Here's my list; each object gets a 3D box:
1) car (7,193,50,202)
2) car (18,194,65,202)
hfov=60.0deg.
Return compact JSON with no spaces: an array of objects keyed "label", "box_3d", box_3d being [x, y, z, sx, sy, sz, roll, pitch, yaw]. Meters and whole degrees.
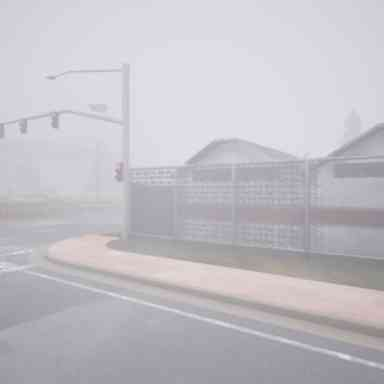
[{"label":"car","box_3d":[-20.207,1.136,41.554,2.150,2.045,5.566,0,0,33]},{"label":"car","box_3d":[-17.410,1.401,39.448,1.882,1.535,5.008,0,0,34]}]
